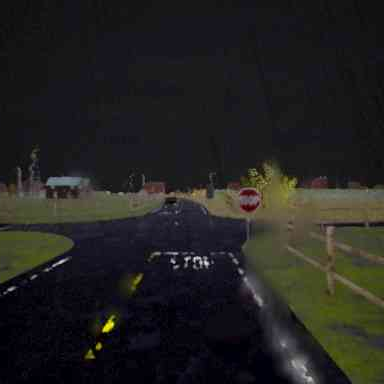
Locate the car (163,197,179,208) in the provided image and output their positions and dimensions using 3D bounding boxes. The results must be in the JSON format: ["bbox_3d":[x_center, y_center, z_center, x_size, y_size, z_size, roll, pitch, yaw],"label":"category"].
[{"bbox_3d":[-2.768,1.413,44.609,1.837,1.490,4.892,0,2,0],"label":"car"}]
